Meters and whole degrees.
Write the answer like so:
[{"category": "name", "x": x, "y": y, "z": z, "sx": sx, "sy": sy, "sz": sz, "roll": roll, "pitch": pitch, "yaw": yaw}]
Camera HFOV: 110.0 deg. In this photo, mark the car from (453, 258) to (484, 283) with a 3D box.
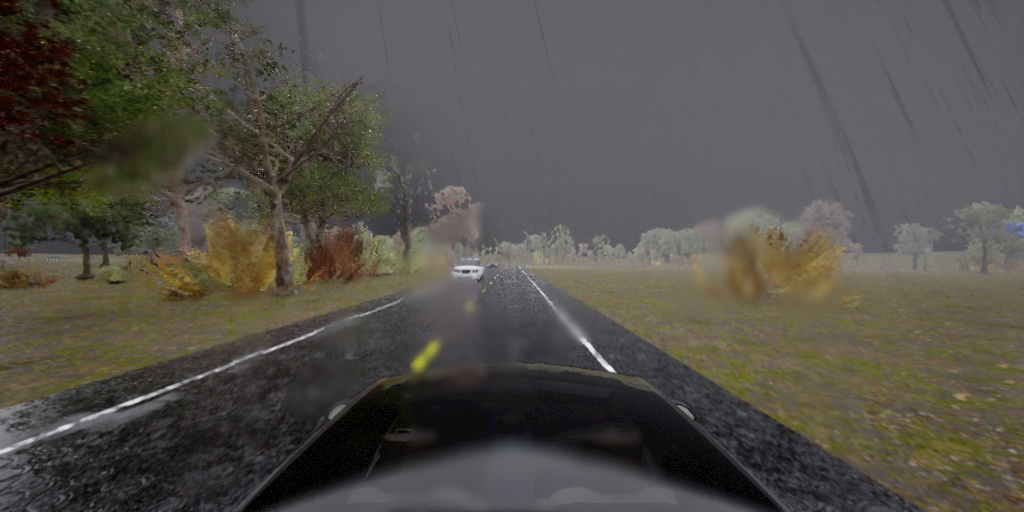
[{"category": "car", "x": -3.603, "y": 1.187, "z": 30.585, "sx": 2.150, "sy": 2.045, "sz": 5.566, "roll": 0, "pitch": 0, "yaw": 0}]
